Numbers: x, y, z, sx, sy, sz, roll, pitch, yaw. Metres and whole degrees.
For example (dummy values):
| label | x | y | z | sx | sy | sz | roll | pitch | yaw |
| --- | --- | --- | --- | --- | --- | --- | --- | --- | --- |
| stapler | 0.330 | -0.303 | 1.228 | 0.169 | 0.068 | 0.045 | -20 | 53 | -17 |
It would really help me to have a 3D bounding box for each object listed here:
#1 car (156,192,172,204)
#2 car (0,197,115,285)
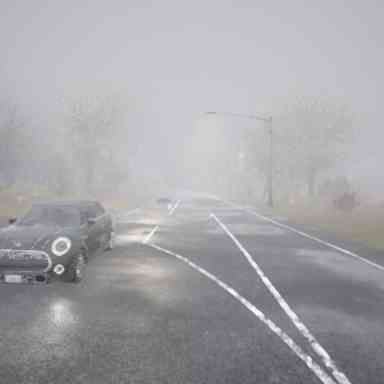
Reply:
| label | x | y | z | sx | sy | sz | roll | pitch | yaw |
| --- | --- | --- | --- | --- | --- | --- | --- | --- | --- |
| car | -3.691 | 0.749 | 44.412 | 1.882 | 1.535 | 5.008 | 0 | 1 | -1 |
| car | -3.496 | 1.006 | 8.760 | 2.097 | 1.767 | 4.553 | 1 | 3 | 0 |
